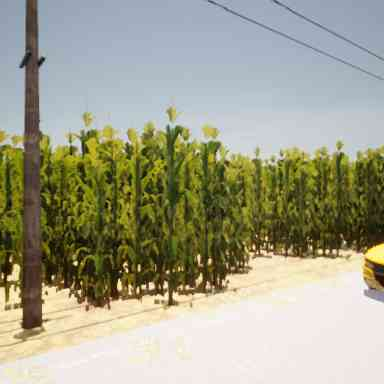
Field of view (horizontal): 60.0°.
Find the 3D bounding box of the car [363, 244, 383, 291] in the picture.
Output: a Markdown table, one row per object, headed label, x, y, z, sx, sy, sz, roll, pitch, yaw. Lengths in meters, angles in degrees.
| label | x | y | z | sx | sy | sz | roll | pitch | yaw |
| --- | --- | --- | --- | --- | --- | --- | --- | --- | --- |
| car | 6.015 | 1.460 | 7.891 | 5.008 | 1.535 | 1.882 | 0 | 0 | -35 |
